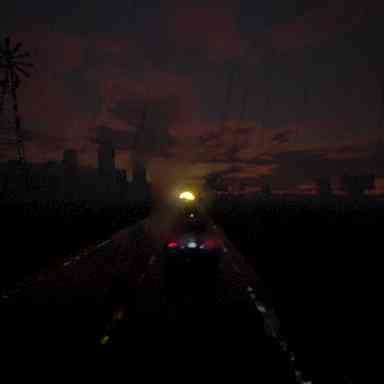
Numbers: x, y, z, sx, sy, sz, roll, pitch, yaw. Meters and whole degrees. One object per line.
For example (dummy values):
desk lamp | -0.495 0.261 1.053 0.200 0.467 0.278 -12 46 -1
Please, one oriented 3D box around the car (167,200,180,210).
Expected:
car | -2.784 2.023 51.762 1.882 1.535 5.008 0 -1 0

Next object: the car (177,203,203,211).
car | 0.015 1.864 28.594 1.994 1.385 4.181 0 -1 1

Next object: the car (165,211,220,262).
car | 0.008 1.679 12.565 2.033 1.411 5.357 0 -1 0
